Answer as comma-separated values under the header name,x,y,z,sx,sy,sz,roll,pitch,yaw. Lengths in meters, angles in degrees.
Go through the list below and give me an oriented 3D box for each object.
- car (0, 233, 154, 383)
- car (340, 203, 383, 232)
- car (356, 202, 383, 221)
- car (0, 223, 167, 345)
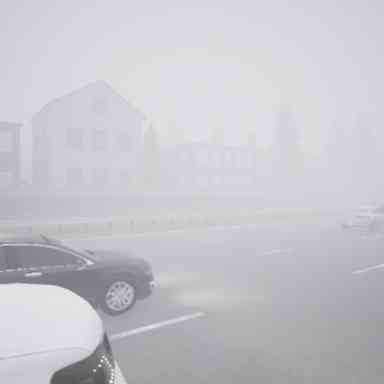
name,x,y,z,sx,sy,sz,roll,pitch,yaw
car,-3.083,1.221,1.550,5.566,2.045,2.150,0,0,-36
car,10.737,1.533,20.008,4.674,1.442,1.812,0,0,-36
car,15.853,1.575,27.955,4.181,1.385,1.994,0,0,-36
car,-3.021,1.506,5.893,4.892,1.490,1.837,0,0,-36
